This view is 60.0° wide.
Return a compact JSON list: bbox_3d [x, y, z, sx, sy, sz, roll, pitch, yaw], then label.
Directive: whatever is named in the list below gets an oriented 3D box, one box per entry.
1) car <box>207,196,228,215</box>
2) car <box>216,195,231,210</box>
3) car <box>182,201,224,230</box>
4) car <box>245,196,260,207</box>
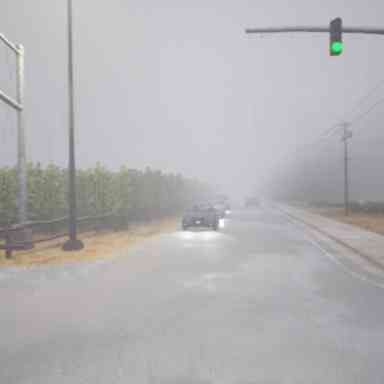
[{"bbox_3d":[1.919,1.378,28.874,1.812,1.442,4.674,-1,0,8],"label":"car"},{"bbox_3d":[3.408,1.143,38.884,2.097,1.767,4.553,-1,0,9],"label":"car"},{"bbox_3d":[0.636,1.470,20.303,1.994,1.385,4.181,-1,0,9],"label":"car"},{"bbox_3d":[7.923,1.234,43.932,1.812,1.442,4.674,-1,0,10],"label":"car"}]
